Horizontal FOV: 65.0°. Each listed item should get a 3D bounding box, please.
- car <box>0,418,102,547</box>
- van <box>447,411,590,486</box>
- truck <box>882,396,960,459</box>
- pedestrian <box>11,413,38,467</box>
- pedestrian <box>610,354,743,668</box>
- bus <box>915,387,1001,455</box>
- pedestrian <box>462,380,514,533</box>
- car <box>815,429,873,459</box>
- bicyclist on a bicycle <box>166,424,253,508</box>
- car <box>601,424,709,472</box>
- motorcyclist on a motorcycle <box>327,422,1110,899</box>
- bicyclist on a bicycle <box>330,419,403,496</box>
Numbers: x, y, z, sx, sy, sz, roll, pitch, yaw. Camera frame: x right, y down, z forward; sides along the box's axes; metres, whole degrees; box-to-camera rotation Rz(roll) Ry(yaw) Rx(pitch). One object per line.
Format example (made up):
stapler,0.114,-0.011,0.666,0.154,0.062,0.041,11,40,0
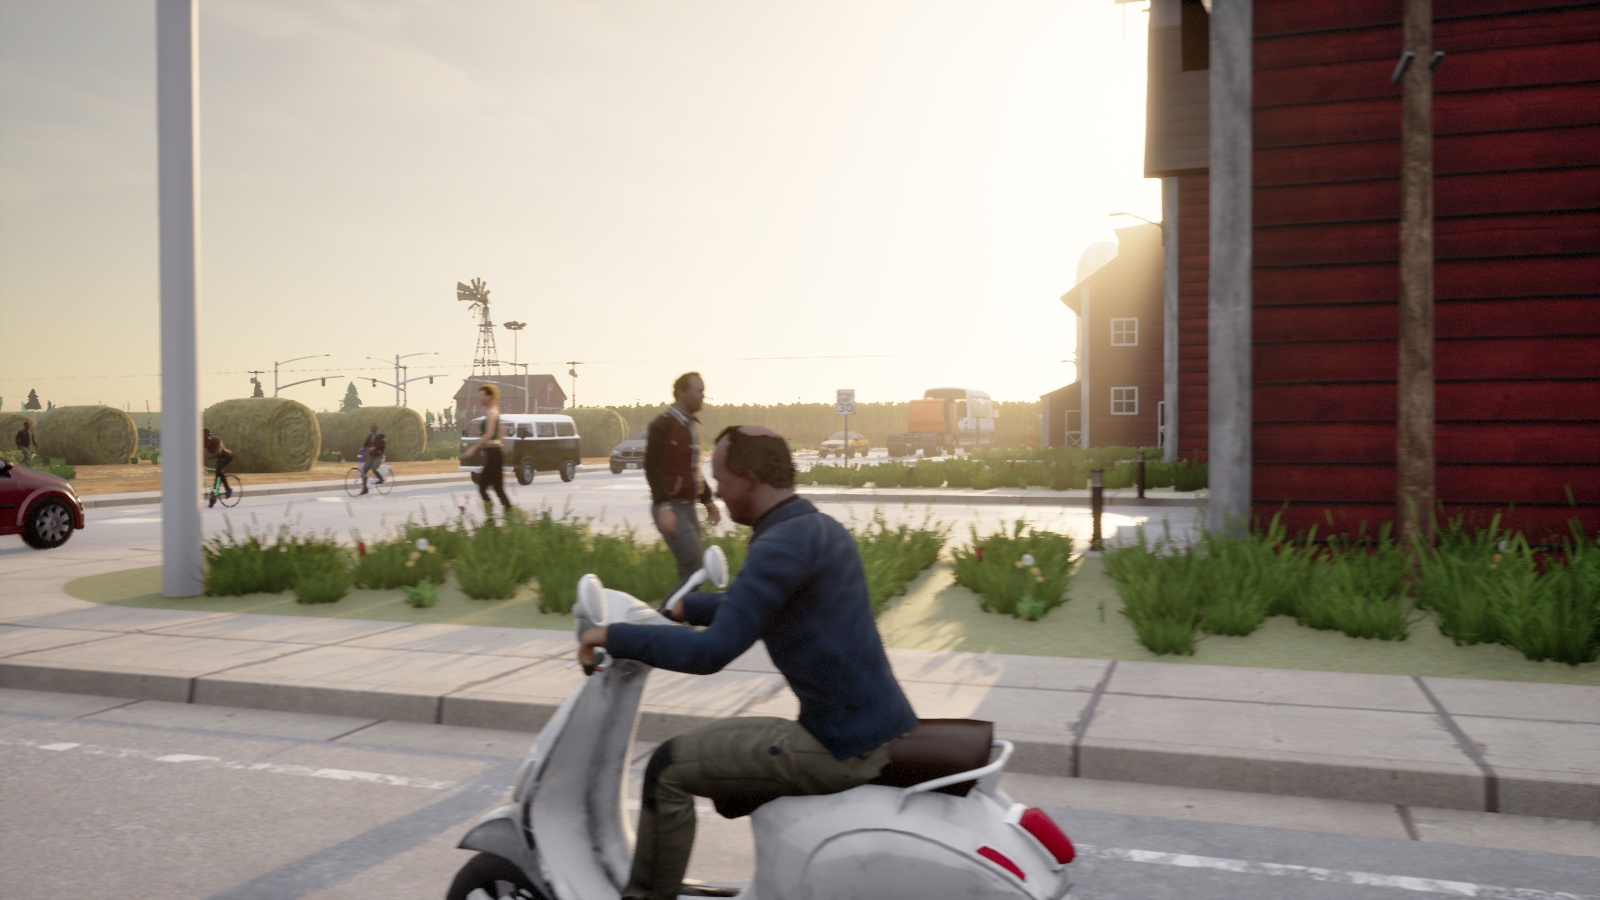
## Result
car,-11.085,0.406,15.655,1.851,1.617,3.988,1,1,18
van,-8.102,-0.093,36.583,2.069,2.038,4.480,1,1,18
truck,7.148,-1.323,72.968,2.891,3.462,7.936,1,1,18
pedestrian,-26.814,-0.344,43.428,0.703,1.840,0.431,1,1,18
pedestrian,-0.760,0.355,7.741,0.720,1.854,0.376,1,1,26
bus,10.773,-1.887,84.358,3.944,4.253,10.273,1,1,18
pedestrian,-3.783,0.079,15.254,0.594,1.836,0.345,0,1,-10
car,2.501,-0.371,69.930,1.801,1.575,5.366,1,1,18
bicyclist on a bicycle,-11.768,0.299,25.065,0.582,1.620,1.656,0,1,18
car,-5.203,-0.119,45.723,2.242,1.667,4.611,0,1,17
motorcyclist on a motorcycle,-0.175,0.727,3.242,1.817,1.590,0.866,1,1,19
bicyclist on a bicycle,-10.258,0.155,29.803,0.659,1.776,1.843,1,1,18
